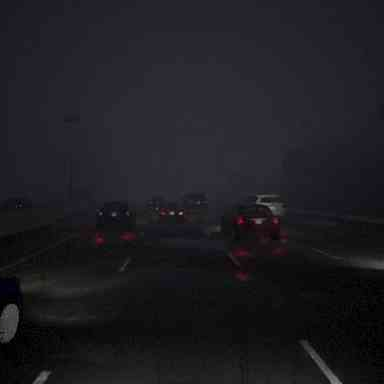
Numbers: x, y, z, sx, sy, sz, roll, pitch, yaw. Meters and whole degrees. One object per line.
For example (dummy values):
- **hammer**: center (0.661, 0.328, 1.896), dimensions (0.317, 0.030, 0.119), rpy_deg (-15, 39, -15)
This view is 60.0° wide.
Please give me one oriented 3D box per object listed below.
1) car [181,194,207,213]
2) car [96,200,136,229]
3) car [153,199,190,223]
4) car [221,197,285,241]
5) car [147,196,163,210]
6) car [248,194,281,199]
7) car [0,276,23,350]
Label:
- **car**: center (0.162, 1.186, 36.299), dimensions (2.150, 2.045, 5.566), rpy_deg (0, 0, -10)
- **car**: center (-4.752, 1.337, 21.451), dimensions (2.097, 1.767, 4.553), rpy_deg (0, 0, -6)
- **car**: center (-1.696, 1.525, 25.525), dimensions (2.033, 1.411, 5.357), rpy_deg (0, 0, -7)
- **car**: center (2.751, 1.333, 16.651), dimensions (2.097, 1.767, 4.553), rpy_deg (0, 0, -4)
- **car**: center (-4.510, 1.316, 41.756), dimensions (2.097, 1.767, 4.553), rpy_deg (0, 0, -11)
- **car**: center (5.311, 1.190, 25.819), dimensions (2.150, 2.045, 5.566), rpy_deg (0, 0, -7)
- **car**: center (-3.524, 1.479, 3.170), dimensions (1.882, 1.535, 5.008), rpy_deg (0, 0, -1)
